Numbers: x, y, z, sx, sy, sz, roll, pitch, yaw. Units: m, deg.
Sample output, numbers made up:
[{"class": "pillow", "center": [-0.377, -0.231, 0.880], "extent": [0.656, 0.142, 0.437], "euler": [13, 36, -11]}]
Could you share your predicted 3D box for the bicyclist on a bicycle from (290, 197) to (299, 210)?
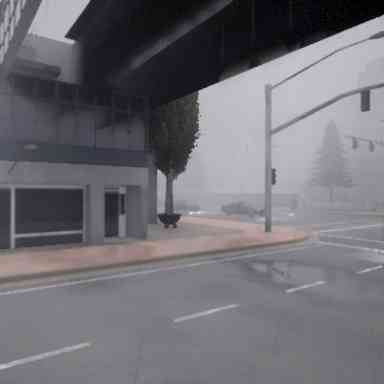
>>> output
[{"class": "bicyclist on a bicycle", "center": [12.417, 1.377, 40.354], "extent": [1.656, 1.620, 0.582], "euler": [0, 0, -36]}]

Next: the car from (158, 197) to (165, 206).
[{"class": "car", "center": [-5.185, 1.615, 58.353], "extent": [2.033, 1.411, 5.357], "euler": [0, 0, -35]}]

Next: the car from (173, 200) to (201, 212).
[{"class": "car", "center": [-0.822, 1.615, 39.959], "extent": [1.994, 1.385, 4.181], "euler": [0, 0, -36]}]

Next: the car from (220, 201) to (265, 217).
[{"class": "car", "center": [4.995, 1.599, 31.861], "extent": [2.033, 1.411, 5.357], "euler": [0, 0, -36]}]
